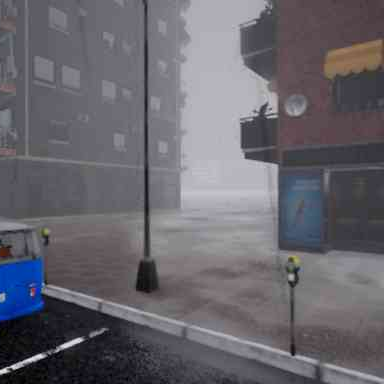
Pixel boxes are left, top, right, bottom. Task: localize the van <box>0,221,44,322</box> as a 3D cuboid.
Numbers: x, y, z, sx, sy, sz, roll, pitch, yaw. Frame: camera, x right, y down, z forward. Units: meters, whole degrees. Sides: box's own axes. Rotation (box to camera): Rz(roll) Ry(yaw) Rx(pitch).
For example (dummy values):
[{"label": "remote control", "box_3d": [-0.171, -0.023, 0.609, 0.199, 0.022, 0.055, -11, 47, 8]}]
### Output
[{"label": "van", "box_3d": [-4.393, 1.356, 6.009, 3.998, 1.788, 1.690, 0, 0, 35]}]
